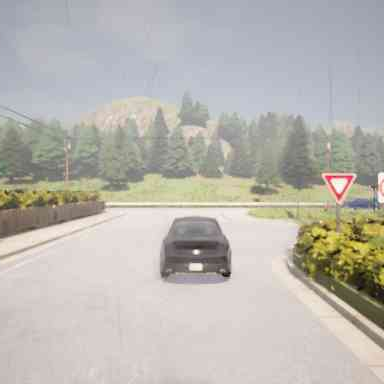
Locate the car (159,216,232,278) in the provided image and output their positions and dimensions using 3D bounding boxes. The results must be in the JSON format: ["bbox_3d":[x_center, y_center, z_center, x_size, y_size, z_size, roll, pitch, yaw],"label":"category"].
[{"bbox_3d":[0.094,1.480,10.087,1.837,1.490,4.892,0,0,0],"label":"car"}]

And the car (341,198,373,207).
[{"bbox_3d":[20.666,1.425,41.889,4.674,1.442,1.812,0,0,1],"label":"car"}]
